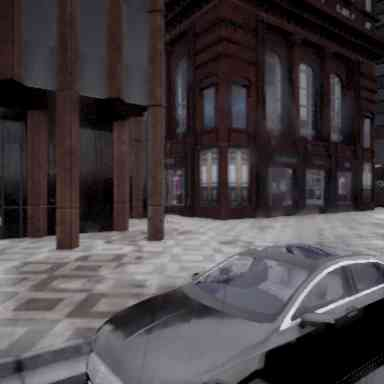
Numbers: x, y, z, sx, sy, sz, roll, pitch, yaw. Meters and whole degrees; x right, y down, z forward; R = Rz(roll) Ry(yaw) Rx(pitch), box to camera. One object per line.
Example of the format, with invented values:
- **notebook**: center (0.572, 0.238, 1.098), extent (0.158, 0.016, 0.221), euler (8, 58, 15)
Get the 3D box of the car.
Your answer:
- **car**: center (1.194, 1.490, 4.209), extent (4.902, 1.511, 2.128), euler (0, 0, -35)
